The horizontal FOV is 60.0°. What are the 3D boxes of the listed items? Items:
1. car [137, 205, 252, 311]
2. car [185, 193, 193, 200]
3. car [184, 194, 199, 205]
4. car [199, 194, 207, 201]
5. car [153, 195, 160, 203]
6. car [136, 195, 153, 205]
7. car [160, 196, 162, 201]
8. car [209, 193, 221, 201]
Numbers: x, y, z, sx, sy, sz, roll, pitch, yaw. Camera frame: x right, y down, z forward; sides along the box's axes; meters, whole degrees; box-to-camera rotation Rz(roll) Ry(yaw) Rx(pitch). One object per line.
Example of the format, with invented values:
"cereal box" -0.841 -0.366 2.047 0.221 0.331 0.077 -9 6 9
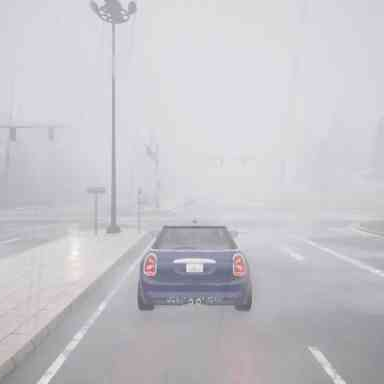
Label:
"car" 0.061 1.352 7.935 2.097 1.767 4.553 0 0 0
"car" -0.924 1.186 95.614 2.150 2.045 5.566 0 0 -1
"car" -0.225 1.524 54.755 1.812 1.442 4.674 0 0 -1
"car" 2.752 1.511 85.320 1.812 1.442 4.674 0 0 -1
"car" -8.486 1.498 69.923 1.837 1.490 4.892 0 0 -1
"car" -8.349 1.498 57.078 1.837 1.490 4.892 0 1 -1
"car" -8.737 1.537 84.621 2.033 1.411 5.357 0 0 -1
"car" 6.257 1.212 85.053 2.150 2.045 5.566 0 0 -1
